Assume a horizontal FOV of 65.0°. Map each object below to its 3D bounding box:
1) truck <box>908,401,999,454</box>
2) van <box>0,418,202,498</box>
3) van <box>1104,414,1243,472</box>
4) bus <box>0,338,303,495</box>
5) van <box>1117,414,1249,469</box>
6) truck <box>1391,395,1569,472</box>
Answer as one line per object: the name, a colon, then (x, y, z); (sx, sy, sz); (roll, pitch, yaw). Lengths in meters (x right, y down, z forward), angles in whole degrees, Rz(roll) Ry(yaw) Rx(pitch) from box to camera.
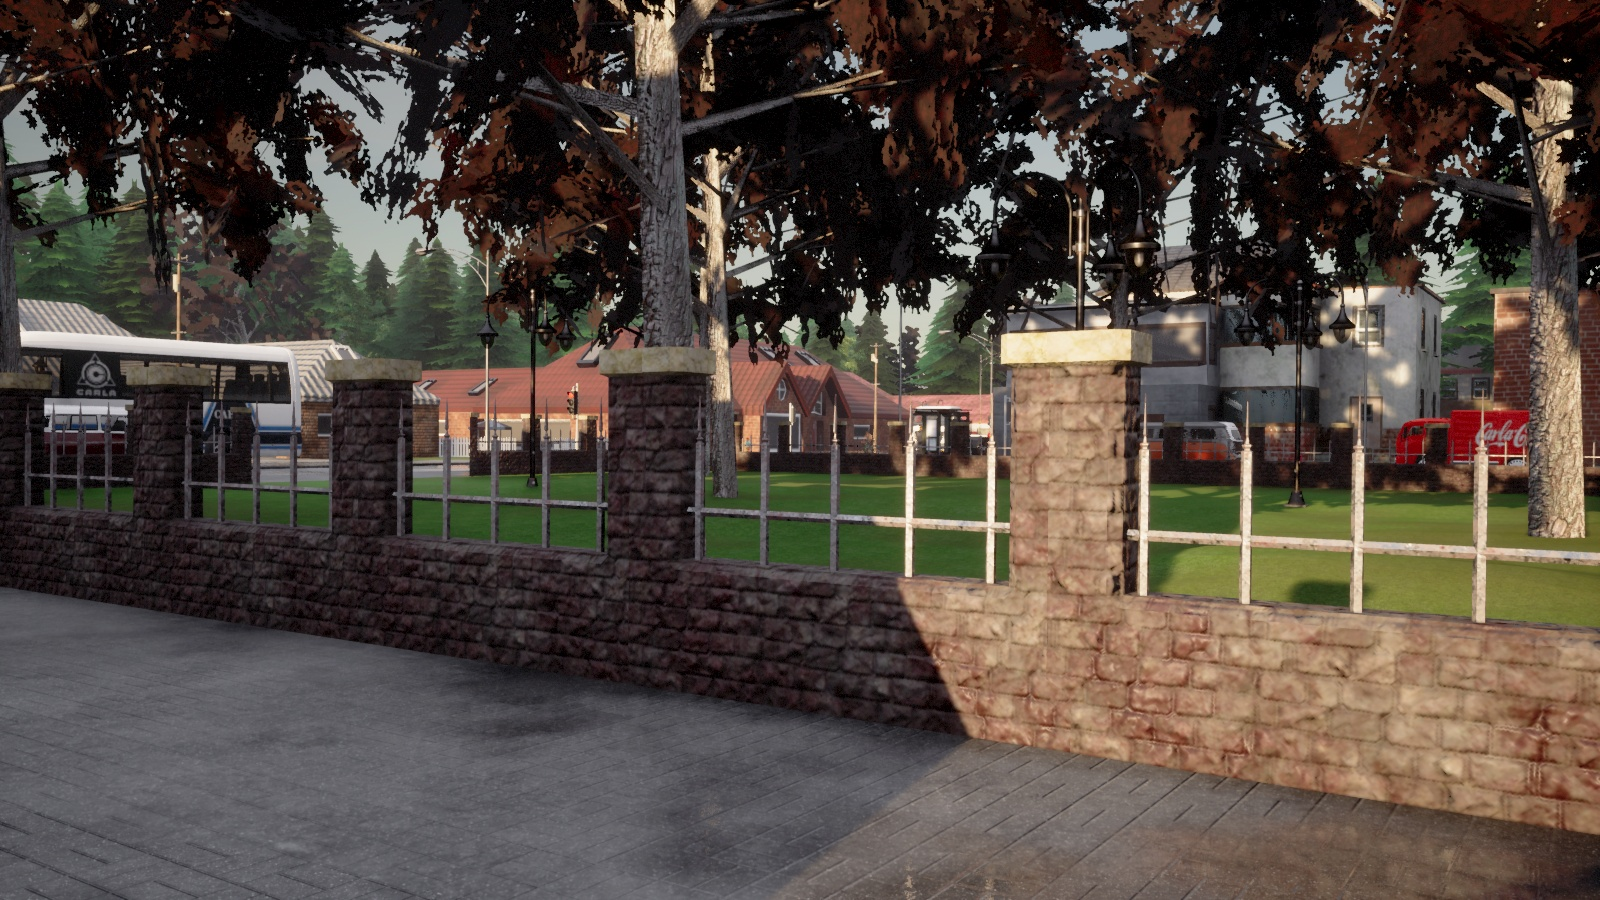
truck: (10.619, -1.523, 86.238); (2.891, 3.462, 7.936); (0, 1, 34)
van: (-19.074, 0.159, 34.308); (2.069, 2.038, 4.480); (0, 1, 33)
van: (13.340, -0.249, 44.907); (4.442, 1.987, 1.775); (0, 1, 33)
bus: (-21.067, -0.982, 38.613); (3.944, 4.253, 10.273); (0, 1, 33)
van: (14.833, -0.345, 48.741); (4.480, 2.038, 2.069); (0, 1, 34)
truck: (23.320, -0.555, 43.110); (5.204, 2.467, 2.627); (0, 1, 32)
